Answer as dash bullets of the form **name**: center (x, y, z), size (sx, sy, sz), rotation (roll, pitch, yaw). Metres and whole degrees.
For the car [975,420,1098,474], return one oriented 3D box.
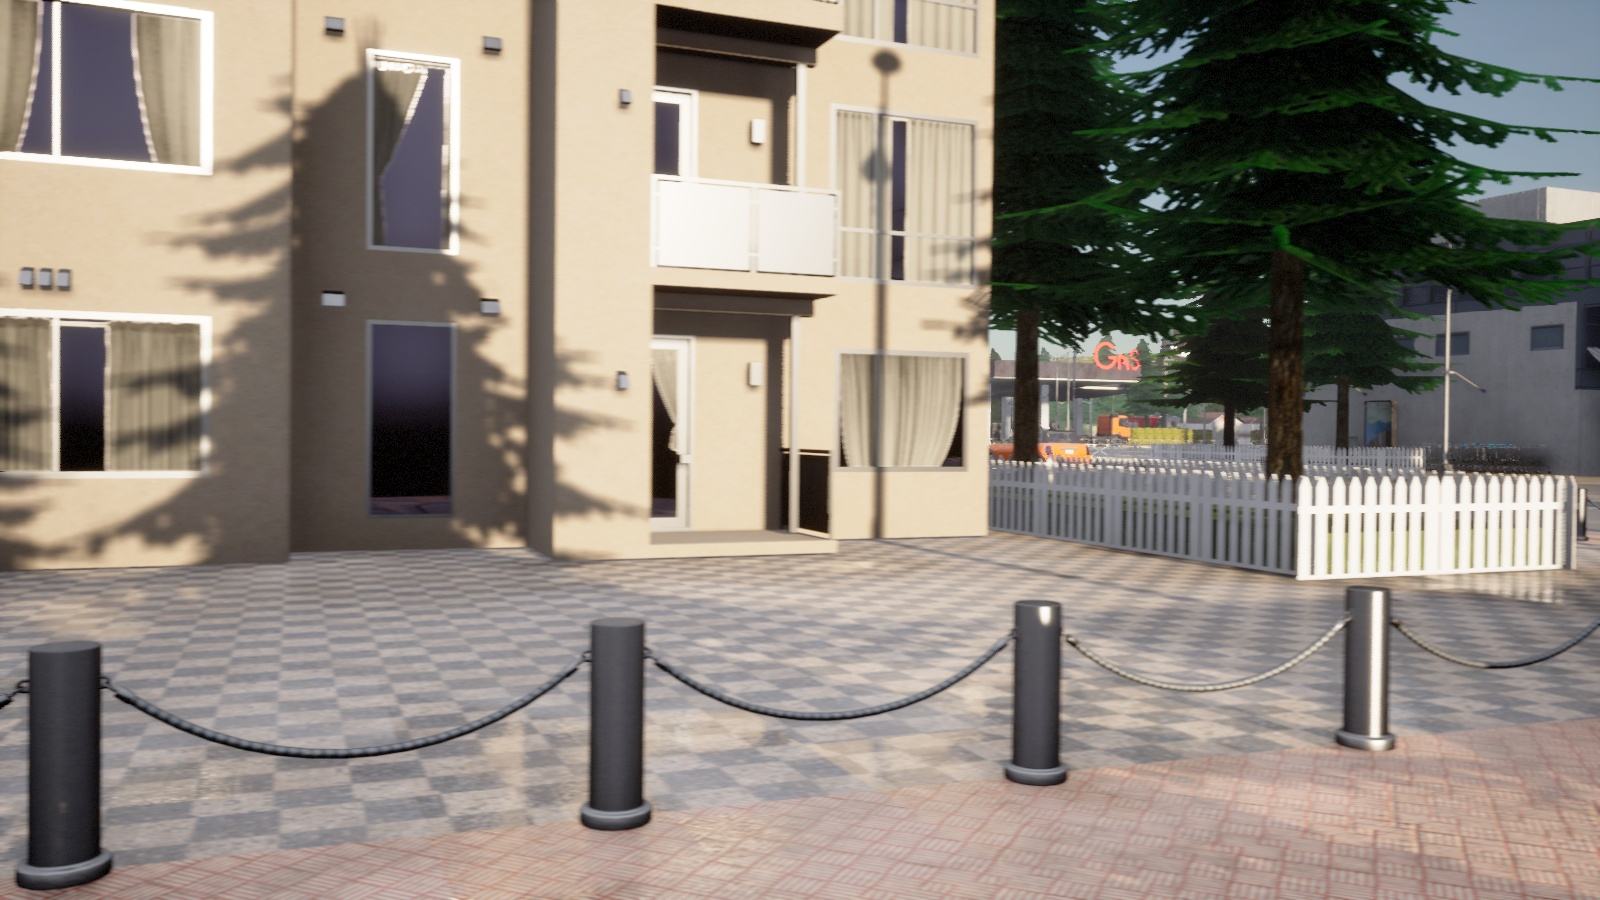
- **car**: center (8.278, -0.137, 44.355), size (2.097, 1.767, 4.553), rotation (-1, 1, -23)
